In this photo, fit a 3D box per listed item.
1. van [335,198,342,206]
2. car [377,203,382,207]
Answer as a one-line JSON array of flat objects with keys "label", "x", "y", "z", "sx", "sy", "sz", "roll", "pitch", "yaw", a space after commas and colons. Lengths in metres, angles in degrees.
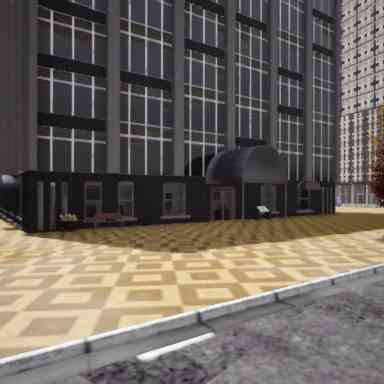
[{"label": "van", "x": 27.298, "y": 1.973, "z": 64.885, "sx": 1.690, "sy": 1.788, "sz": 3.998, "roll": -1, "pitch": -1, "yaw": -22}, {"label": "car", "x": 37.181, "y": 2.127, "z": 62.815, "sx": 1.947, "sy": 1.339, "sz": 4.313, "roll": -1, "pitch": -1, "yaw": -22}]
